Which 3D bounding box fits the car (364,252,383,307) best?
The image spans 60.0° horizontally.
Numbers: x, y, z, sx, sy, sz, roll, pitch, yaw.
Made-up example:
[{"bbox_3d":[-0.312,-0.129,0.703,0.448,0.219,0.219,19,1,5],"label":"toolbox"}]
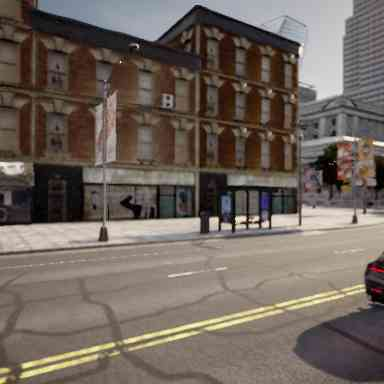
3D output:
[{"bbox_3d":[5.581,1.622,6.903,4.892,1.490,1.837,1,-1,-32],"label":"car"}]
